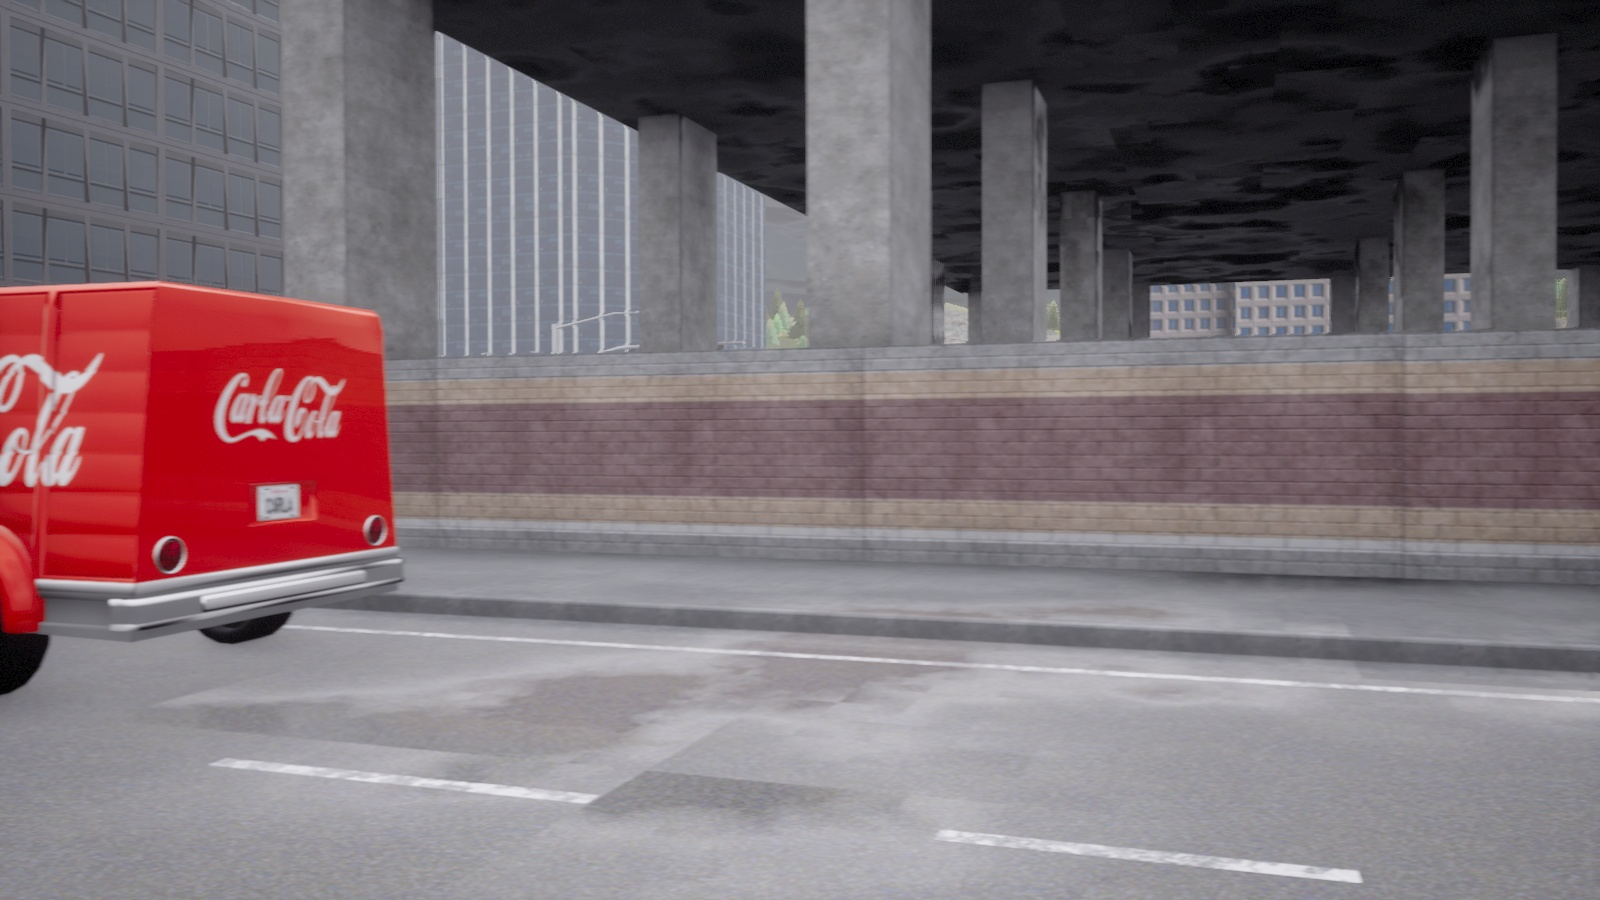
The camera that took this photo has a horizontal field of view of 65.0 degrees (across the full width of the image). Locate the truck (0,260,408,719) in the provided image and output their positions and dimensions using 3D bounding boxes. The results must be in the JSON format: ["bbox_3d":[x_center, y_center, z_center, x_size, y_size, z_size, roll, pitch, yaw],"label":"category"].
[{"bbox_3d":[-5.771,0.177,8.822,5.204,2.467,2.627,1,1,19],"label":"truck"}]
